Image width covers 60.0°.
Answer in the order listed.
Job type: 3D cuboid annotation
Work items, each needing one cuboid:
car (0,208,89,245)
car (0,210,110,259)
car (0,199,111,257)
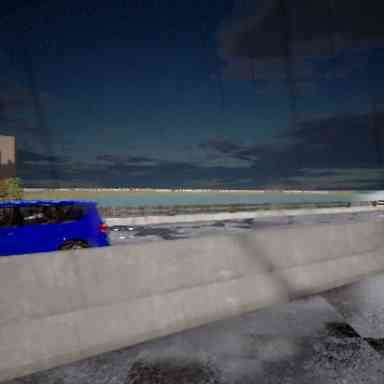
[{"bbox_3d":[-7.835,1.553,15.593,5.357,1.411,2.033,0,0,-35],"label":"car"},{"bbox_3d":[-5.734,1.532,12.791,4.674,1.442,1.812,0,0,-35],"label":"car"},{"bbox_3d":[-5.028,1.223,9.000,5.566,2.045,2.150,0,0,-35],"label":"car"}]
